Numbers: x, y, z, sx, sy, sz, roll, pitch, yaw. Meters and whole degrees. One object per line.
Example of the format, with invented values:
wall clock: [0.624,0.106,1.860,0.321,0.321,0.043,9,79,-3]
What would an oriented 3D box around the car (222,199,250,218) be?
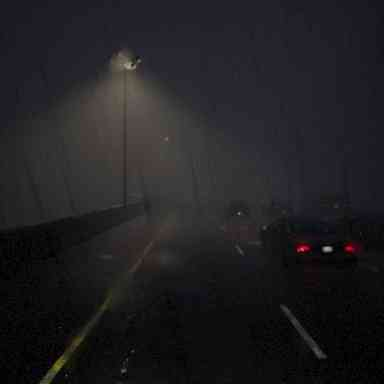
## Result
car: [3.738,1.379,28.436,1.837,1.490,4.892,0,1,1]

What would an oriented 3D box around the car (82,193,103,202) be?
car: [-17.138,0.906,58.671,1.837,1.490,4.892,0,1,1]

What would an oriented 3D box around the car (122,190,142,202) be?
car: [-10.141,0.624,58.568,2.150,2.045,5.566,0,1,1]

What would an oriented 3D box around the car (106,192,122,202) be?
car: [-13.640,0.752,58.744,2.097,1.767,4.553,0,1,1]

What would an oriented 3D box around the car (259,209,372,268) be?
car: [3.596,1.540,11.249,2.033,1.411,5.357,0,0,1]

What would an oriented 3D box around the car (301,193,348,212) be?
car: [10.722,1.107,27.270,2.150,2.045,5.566,0,1,1]

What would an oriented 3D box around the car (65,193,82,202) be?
car: [-20.621,0.949,58.694,2.033,1.411,5.357,0,1,1]

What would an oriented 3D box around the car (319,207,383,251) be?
car: [7.135,1.547,13.697,1.994,1.385,4.181,0,0,1]

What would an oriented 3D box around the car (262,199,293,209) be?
car: [7.237,1.366,28.371,2.128,1.511,4.902,0,1,1]
